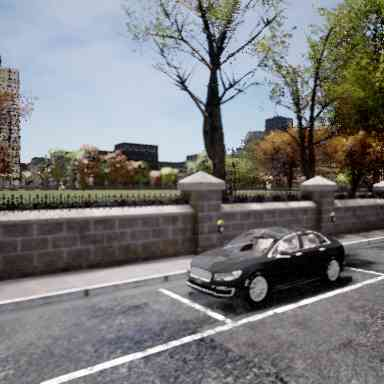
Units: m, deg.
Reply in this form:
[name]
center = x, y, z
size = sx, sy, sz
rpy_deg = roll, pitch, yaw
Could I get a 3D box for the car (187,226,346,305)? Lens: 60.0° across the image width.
[car]
center = 1.917, 1.531, 7.929
size = 4.403, 1.369, 2.008
rpy_deg = 0, 0, -36
